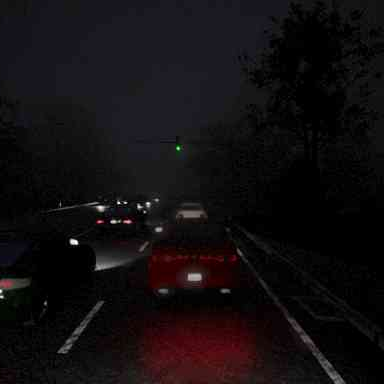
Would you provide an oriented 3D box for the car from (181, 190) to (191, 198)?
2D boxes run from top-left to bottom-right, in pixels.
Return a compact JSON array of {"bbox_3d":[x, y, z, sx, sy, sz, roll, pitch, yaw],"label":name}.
[{"bbox_3d":[-1.170,0.575,75.908,1.994,1.385,4.181,0,1,-3],"label":"car"}]

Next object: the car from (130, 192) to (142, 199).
[{"bbox_3d":[-11.355,0.731,67.665,1.895,1.301,4.718,0,1,-1],"label":"car"}]

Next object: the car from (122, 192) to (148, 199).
[{"bbox_3d":[-7.435,0.989,44.007,2.033,1.411,5.357,0,1,-2],"label":"car"}]

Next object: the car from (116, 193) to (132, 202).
[{"bbox_3d":[-11.115,0.866,54.590,1.994,1.385,4.181,0,1,-1],"label":"car"}]

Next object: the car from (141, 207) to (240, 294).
[{"bbox_3d":[0.031,1.386,8.622,1.882,1.535,5.008,0,1,0],"label":"car"}]

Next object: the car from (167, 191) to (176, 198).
[{"bbox_3d":[-4.632,0.563,74.954,2.033,1.411,5.357,0,1,-3],"label":"car"}]

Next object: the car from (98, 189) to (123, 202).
[{"bbox_3d":[-10.955,0.647,45.200,2.150,2.045,5.566,0,1,1],"label":"car"}]

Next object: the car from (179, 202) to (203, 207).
[{"bbox_3d":[-0.052,1.294,19.243,1.812,1.442,4.674,0,1,0],"label":"car"}]

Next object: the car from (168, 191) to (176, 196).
[{"bbox_3d":[-5.216,0.345,85.404,2.033,1.411,5.357,0,1,-4],"label":"car"}]

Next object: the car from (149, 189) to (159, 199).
[{"bbox_3d":[-7.865,0.347,67.755,2.150,2.045,5.566,0,1,-2],"label":"car"}]

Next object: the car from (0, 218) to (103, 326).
[{"bbox_3d":[-3.452,1.494,6.916,1.994,1.385,4.181,0,1,-1],"label":"car"}]

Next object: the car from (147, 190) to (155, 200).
[{"bbox_3d":[-7.597,0.841,53.584,1.812,1.442,4.674,0,1,-1],"label":"car"}]

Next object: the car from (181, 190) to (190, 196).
[{"bbox_3d":[-1.723,0.280,85.630,1.882,1.535,5.008,0,1,-4],"label":"car"}]

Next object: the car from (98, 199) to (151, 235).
[{"bbox_3d":[-3.538,1.340,17.408,2.033,1.411,5.357,0,1,0],"label":"car"}]
